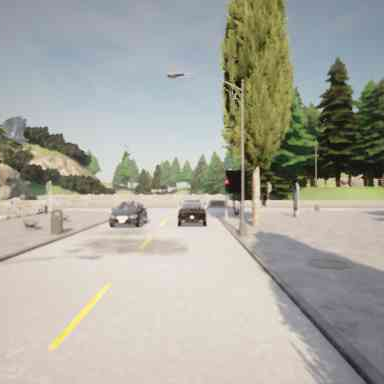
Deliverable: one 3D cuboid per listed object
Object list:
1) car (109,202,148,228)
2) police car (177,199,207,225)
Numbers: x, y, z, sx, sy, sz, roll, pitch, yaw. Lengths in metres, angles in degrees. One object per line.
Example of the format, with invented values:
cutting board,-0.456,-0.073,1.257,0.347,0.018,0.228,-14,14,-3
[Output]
car,-4.003,1.398,21.534,2.128,1.511,4.902,0,0,0
police car,0.033,1.324,23.039,1.930,1.638,5.238,0,1,1
